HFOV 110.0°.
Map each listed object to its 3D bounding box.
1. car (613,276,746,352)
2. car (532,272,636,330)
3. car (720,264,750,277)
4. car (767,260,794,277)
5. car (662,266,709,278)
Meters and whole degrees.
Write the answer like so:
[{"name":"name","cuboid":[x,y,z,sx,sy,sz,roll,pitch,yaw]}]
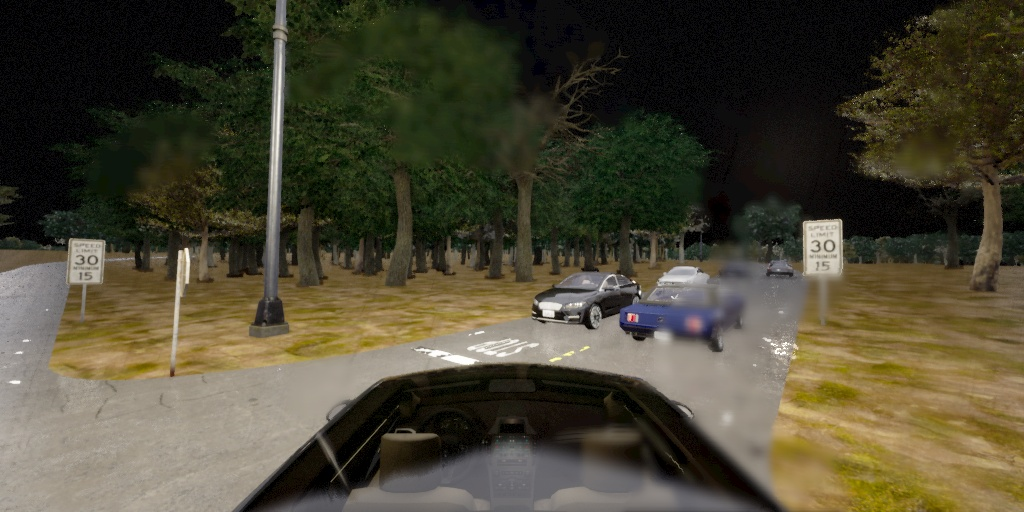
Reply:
[{"name":"car","cuboid":[4.506,1.348,8.983,1.895,1.301,4.718,-1,-1,40]},{"name":"car","cuboid":[2.556,1.277,11.474,2.128,1.511,4.902,-1,-1,40]},{"name":"car","cuboid":[20.234,1.343,32.480,1.895,1.301,4.718,-1,0,39]},{"name":"car","cuboid":[25.866,1.257,34.586,1.994,1.385,4.181,-1,0,38]},{"name":"car","cuboid":[9.495,1.302,19.677,1.812,1.442,4.674,-1,0,41]}]
